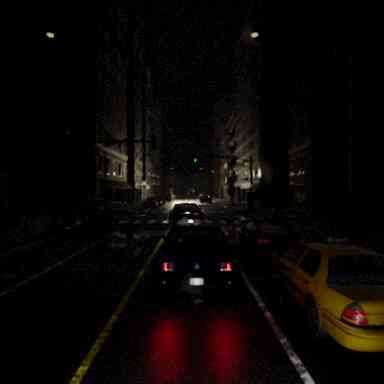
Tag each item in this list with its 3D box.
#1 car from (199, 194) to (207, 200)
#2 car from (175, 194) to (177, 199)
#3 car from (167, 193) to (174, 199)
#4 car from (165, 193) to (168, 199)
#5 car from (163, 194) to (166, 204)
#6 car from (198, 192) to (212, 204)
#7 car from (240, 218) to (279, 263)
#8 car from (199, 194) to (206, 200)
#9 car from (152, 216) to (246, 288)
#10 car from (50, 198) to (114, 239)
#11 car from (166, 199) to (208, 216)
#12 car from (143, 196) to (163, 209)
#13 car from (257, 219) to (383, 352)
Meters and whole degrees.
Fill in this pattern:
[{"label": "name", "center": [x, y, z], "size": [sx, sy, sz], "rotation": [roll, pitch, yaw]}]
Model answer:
[{"label": "car", "center": [2.648, 1.273, 81.627], "size": [2.008, 1.369, 4.403], "rotation": [0, 0, 0]}, {"label": "car", "center": [-5.375, 1.210, 92.370], "size": [1.752, 1.417, 4.829], "rotation": [0, 0, 0]}, {"label": "car", "center": [-5.378, 1.329, 70.726], "size": [1.947, 1.339, 4.313], "rotation": [0, 0, 0]}, {"label": "car", "center": [-5.380, 1.348, 54.194], "size": [1.752, 1.417, 4.829], "rotation": [0, 0, 0]}, {"label": "car", "center": [-5.381, 1.386, 48.910], "size": [1.887, 1.381, 4.507], "rotation": [0, 0, 0]}, {"label": "car", "center": [2.646, 1.243, 59.809], "size": [1.967, 1.590, 4.097], "rotation": [0, 0, 0]}, {"label": "car", "center": [2.639, 1.545, 11.570], "size": [1.802, 1.307, 4.206], "rotation": [0, 0, 0]}, {"label": "car", "center": [2.649, 1.227, 87.251], "size": [1.752, 1.417, 4.829], "rotation": [0, 0, 0]}, {"label": "car", "center": [0.102, 1.571, 9.136], "size": [1.895, 1.301, 4.718], "rotation": [0, 0, 0]}, {"label": "car", "center": [-5.385, 1.260, 16.992], "size": [2.192, 1.841, 5.009], "rotation": [0, 0, 0]}, {"label": "car", "center": [-0.459, 1.435, 21.694], "size": [1.837, 1.490, 4.892], "rotation": [0, 0, -9]}, {"label": "car", "center": [-5.382, 1.411, 43.456], "size": [2.008, 1.369, 4.403], "rotation": [0, 0, 0]}, {"label": "car", "center": [2.638, 1.505, 6.327], "size": [1.752, 1.417, 4.829], "rotation": [0, 0, 0]}]
